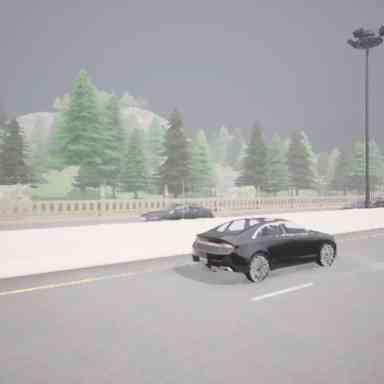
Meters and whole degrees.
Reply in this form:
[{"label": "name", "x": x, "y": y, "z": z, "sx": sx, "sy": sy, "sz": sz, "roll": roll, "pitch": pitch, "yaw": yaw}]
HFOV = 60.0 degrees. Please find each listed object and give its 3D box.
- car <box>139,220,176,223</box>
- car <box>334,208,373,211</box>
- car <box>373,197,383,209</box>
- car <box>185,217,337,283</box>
[{"label": "car", "x": -0.891, "y": 1.472, "z": 20.544, "sx": 4.902, "sy": 1.511, "sz": 2.128, "roll": 0, "pitch": 0, "yaw": -35}, {"label": "car", "x": 13.249, "y": 1.503, "z": 26.308, "sx": 5.357, "sy": 1.411, "sz": 2.033, "roll": 0, "pitch": 0, "yaw": -35}, {"label": "car", "x": 26.234, "y": 1.397, "z": 44.106, "sx": 5.008, "sy": 1.535, "sz": 1.882, "roll": 0, "pitch": 0, "yaw": -35}, {"label": "car", "x": 2.257, "y": 1.479, "z": 9.653, "sx": 4.902, "sy": 1.511, "sz": 2.128, "roll": 0, "pitch": 0, "yaw": -35}]
